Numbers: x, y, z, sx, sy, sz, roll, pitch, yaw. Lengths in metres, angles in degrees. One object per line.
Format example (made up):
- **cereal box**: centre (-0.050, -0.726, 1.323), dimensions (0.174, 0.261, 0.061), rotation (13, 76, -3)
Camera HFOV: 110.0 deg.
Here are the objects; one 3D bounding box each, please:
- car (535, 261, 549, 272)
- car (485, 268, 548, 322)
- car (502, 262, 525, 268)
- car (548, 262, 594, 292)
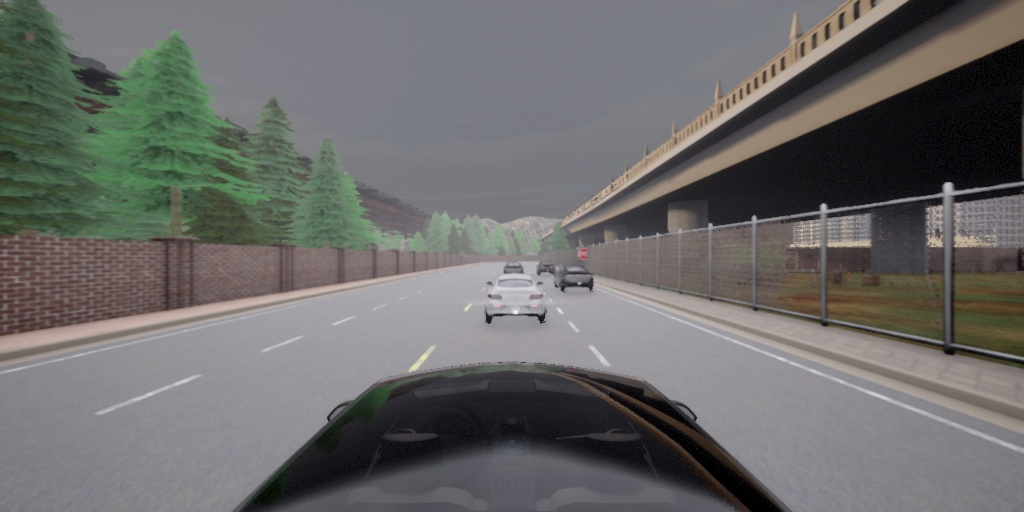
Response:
- **car**: centre (3.645, 1.326, 39.420), dimensions (1.837, 1.490, 4.892), rotation (0, -1, 0)
- **car**: centre (0.098, 1.296, 12.210), dimensions (1.812, 1.442, 4.674), rotation (0, 0, 0)
- **car**: centre (0.134, 1.301, 32.805), dimensions (2.128, 1.511, 4.902), rotation (0, 0, 0)
- **car**: centre (3.621, 1.280, 21.651), dimensions (2.128, 1.511, 4.902), rotation (0, 0, 0)
